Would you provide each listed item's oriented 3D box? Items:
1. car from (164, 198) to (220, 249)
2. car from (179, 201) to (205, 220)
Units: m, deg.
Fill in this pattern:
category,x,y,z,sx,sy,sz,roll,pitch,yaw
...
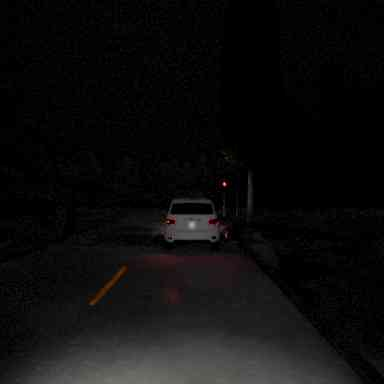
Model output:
category,x,y,z,sx,sy,sz,roll,pitch,yaw
car,0.000,1.257,14.680,2.150,2.045,5.566,0,0,0
car,0.000,1.562,29.650,2.033,1.411,5.357,0,0,0
